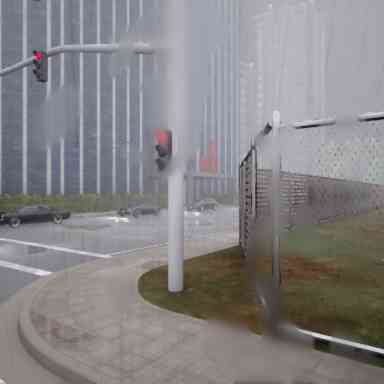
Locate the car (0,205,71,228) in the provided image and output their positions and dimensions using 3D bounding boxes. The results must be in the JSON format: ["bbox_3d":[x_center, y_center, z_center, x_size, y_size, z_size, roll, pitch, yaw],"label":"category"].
[{"bbox_3d":[-10.612,1.545,22.065,1.895,1.301,4.718,0,0,36],"label":"car"}]

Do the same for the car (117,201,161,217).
[{"bbox_3d":[-4.765,1.508,30.208,1.994,1.385,4.181,0,0,36],"label":"car"}]

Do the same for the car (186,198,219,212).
[{"bbox_3d":[1.280,1.449,38.614,1.837,1.490,4.892,0,0,36],"label":"car"}]

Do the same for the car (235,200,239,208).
[{"bbox_3d":[7.922,1.422,47.779,1.882,1.535,5.008,0,0,36],"label":"car"}]
